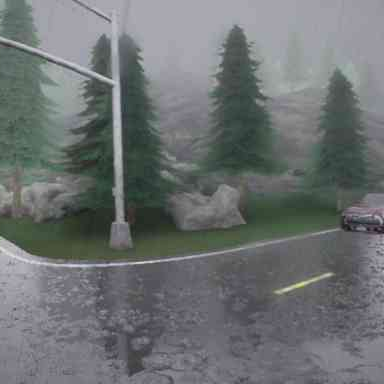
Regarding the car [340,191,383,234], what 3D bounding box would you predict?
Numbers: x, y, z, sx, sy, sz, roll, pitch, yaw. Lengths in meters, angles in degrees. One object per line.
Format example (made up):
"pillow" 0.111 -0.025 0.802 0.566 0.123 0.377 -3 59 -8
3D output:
"car" 8.233 0.746 14.093 4.553 1.767 2.097 -3 2 -38
